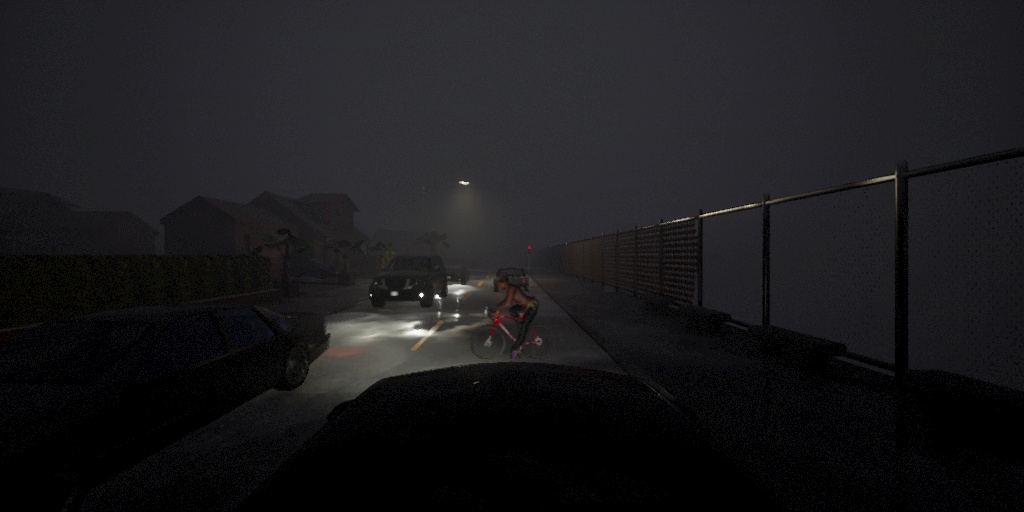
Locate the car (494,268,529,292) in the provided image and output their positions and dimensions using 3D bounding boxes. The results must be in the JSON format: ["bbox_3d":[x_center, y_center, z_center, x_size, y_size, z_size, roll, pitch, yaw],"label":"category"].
[{"bbox_3d":[-0.061,1.342,21.162,1.895,1.301,4.718,0,0,-1],"label":"car"}]

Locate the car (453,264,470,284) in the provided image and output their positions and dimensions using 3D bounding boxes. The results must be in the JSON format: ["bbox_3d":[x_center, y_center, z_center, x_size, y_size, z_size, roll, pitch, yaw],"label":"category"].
[{"bbox_3d":[-4.279,1.303,26.414,1.994,1.385,4.181,0,0,0],"label":"car"}]

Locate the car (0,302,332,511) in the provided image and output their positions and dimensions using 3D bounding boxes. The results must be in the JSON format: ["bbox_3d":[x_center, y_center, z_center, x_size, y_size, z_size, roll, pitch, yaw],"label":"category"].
[{"bbox_3d":[-4.114,1.297,4.071,2.033,1.411,5.357,0,0,0],"label":"car"}]

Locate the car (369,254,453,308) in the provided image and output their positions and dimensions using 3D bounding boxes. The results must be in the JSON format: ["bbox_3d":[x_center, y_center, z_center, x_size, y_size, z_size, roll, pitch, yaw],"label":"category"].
[{"bbox_3d":[-4.210,0.961,15.534,2.150,2.045,5.566,0,1,0],"label":"car"}]

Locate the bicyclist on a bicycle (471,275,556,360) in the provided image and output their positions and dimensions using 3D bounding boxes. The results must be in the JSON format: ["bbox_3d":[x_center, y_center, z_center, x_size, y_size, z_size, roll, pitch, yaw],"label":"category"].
[{"bbox_3d":[0.013,1.186,6.825,1.656,1.620,0.582,-2,0,0],"label":"bicyclist on a bicycle"}]
